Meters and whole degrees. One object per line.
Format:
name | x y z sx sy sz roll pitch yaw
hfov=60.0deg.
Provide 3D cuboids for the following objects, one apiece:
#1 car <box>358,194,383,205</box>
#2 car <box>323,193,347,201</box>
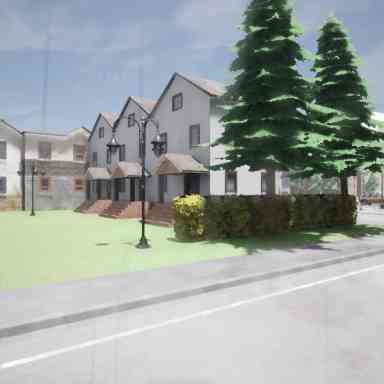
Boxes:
car | 27.218 1.097 49.224 1.932 1.855 4.605 0 0 -36
car | 32.092 1.097 74.676 1.932 1.855 4.605 0 0 -36
